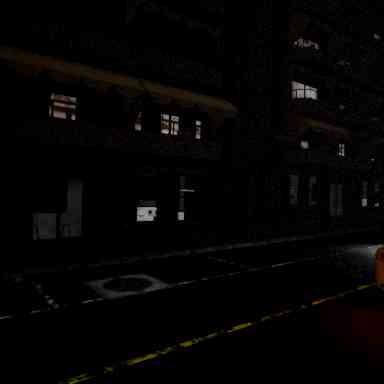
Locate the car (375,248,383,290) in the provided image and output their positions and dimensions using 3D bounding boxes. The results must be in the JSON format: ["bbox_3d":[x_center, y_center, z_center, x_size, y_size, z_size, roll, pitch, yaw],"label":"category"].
[{"bbox_3d":[6.103,1.483,7.513,5.008,1.535,1.882,0,0,-35],"label":"car"}]
